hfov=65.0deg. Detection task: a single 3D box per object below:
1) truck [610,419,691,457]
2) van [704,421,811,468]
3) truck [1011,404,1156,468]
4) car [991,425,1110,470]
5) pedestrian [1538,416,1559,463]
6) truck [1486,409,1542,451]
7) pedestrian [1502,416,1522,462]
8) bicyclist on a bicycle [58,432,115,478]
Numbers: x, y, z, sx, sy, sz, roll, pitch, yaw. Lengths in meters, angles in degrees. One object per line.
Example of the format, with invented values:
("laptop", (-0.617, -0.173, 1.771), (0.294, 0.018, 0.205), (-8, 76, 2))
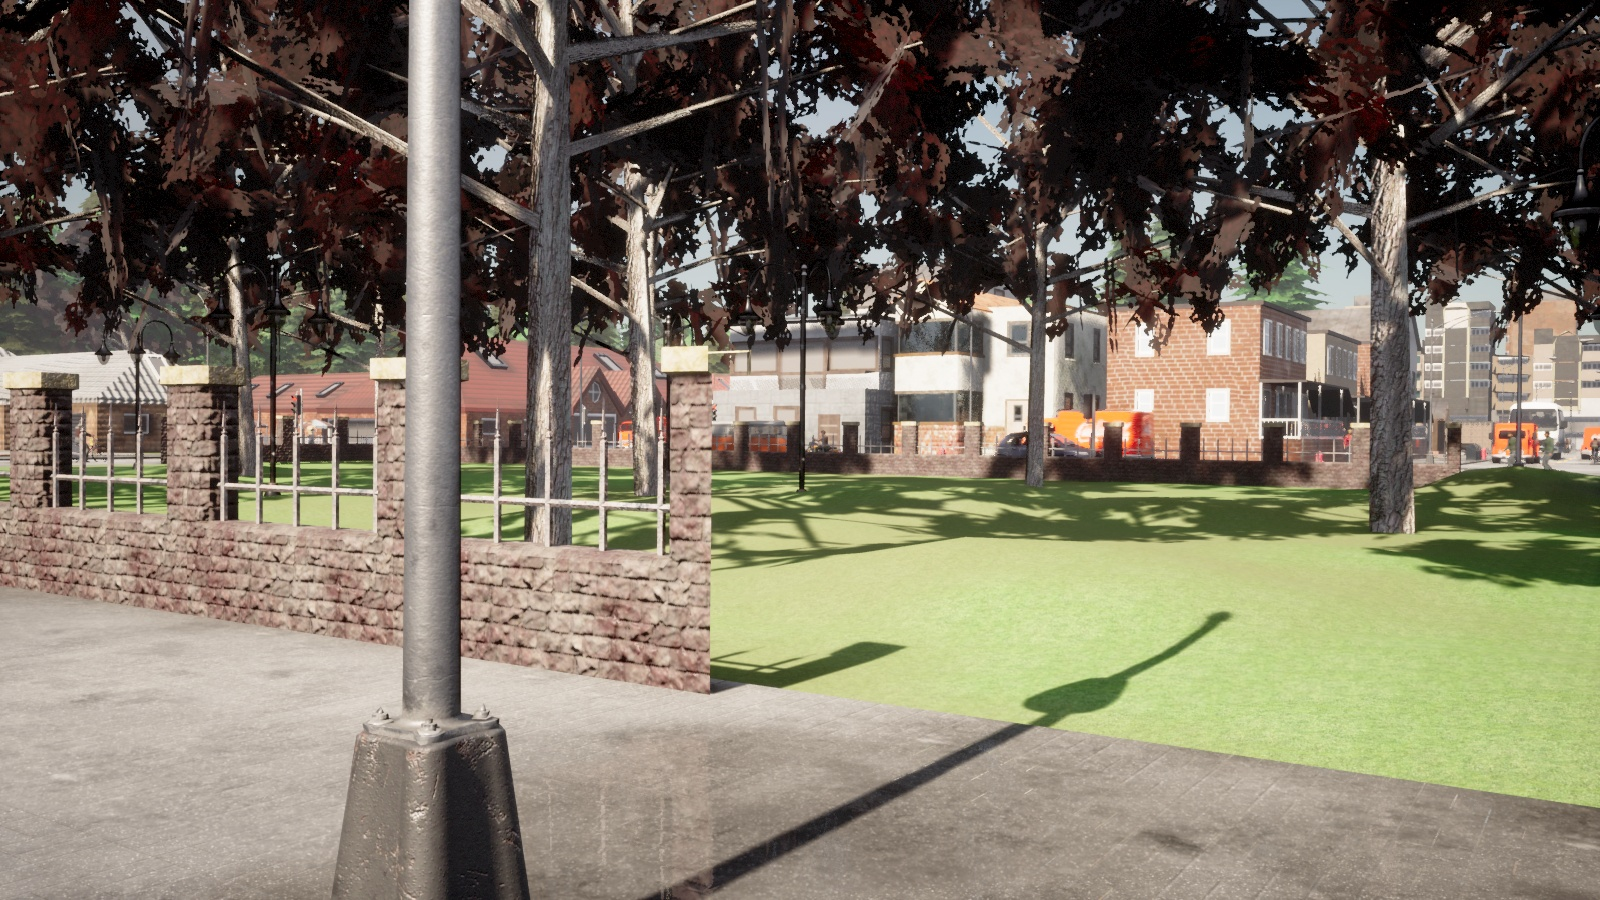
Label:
("truck", (-10.077, -0.825, 84.913), (2.627, 2.467, 5.204), (0, 1, 34))
("van", (-1.873, -0.248, 54.951), (4.442, 1.987, 1.775), (0, 1, 32))
("truck", (11.520, -0.556, 51.018), (5.204, 2.467, 2.627), (0, 1, 29))
("car", (9.454, -0.104, 47.490), (3.988, 1.617, 1.851), (0, 1, 33))
("pedestrian", (29.314, -0.416, 49.157), (0.614, 1.847, 0.353), (0, 1, 4))
("truck", (43.603, -1.196, 76.624), (2.627, 2.467, 5.204), (0, 1, 34))
("pedestrian", (28.620, -0.427, 50.487), (0.614, 1.847, 0.353), (0, 1, 7))
("bicyclist on a bicycle", (-28.393, 0.176, 50.010), (0.659, 1.776, 1.843), (0, 1, 32))
